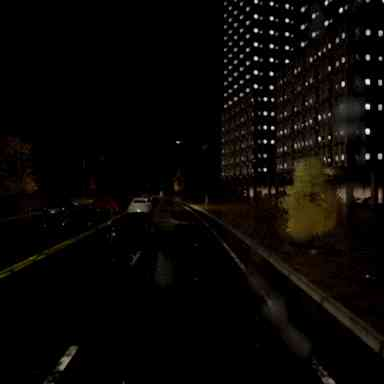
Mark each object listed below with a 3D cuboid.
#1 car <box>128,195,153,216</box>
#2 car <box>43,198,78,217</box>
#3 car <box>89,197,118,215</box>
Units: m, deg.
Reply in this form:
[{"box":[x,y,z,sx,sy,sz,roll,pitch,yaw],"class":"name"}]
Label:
[{"box":[-4.475,1.260,29.091,1.812,1.442,4.674,0,1,-5],"class":"car"},{"box":[-11.068,1.274,28.357,1.812,1.442,4.674,0,0,-4],"class":"car"},{"box":[-7.925,1.207,29.983,1.882,1.535,5.008,0,0,-4],"class":"car"}]
